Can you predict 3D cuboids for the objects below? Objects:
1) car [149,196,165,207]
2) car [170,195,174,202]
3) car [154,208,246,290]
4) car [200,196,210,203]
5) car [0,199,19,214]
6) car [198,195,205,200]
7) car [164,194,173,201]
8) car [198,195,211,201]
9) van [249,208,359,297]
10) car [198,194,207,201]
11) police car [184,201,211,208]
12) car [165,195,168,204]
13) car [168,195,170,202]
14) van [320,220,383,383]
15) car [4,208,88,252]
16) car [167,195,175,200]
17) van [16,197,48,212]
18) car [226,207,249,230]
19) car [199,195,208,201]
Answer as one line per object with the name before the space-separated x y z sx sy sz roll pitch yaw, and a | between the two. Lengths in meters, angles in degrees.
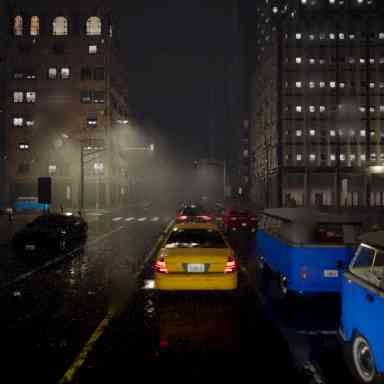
car | -5.686 1.572 51.893 1.802 1.307 4.206 1 0 0
car | -5.688 1.517 74.499 2.008 1.369 4.403 1 0 0
car | 0.096 1.458 9.056 1.801 1.575 5.366 0 0 0
car | 2.693 1.517 68.848 1.887 1.381 4.507 1 0 0
car | -19.847 1.620 32.380 4.403 1.369 2.008 0 0 1
car | 2.690 1.472 91.624 1.752 1.417 4.829 1 0 0
car | -5.687 1.400 80.151 1.967 1.590 4.097 1 0 0
car | 2.693 1.529 63.196 2.008 1.369 4.403 1 0 0
van | 2.702 1.343 8.296 1.690 1.788 3.998 1 0 0
car | 2.692 1.394 85.803 1.967 1.590 4.097 1 0 0
police car | 0.102 1.505 19.375 2.038 1.542 4.974 0 0 0
car | -5.684 1.425 57.546 1.967 1.590 4.097 1 0 0
car | -5.687 1.560 63.196 1.802 1.307 4.206 1 0 0
van | 2.703 1.342 2.720 1.690 1.788 3.998 1 0 0
car | -5.682 1.567 13.878 1.947 1.339 4.313 1 0 0
car | -5.690 1.472 91.285 1.752 1.417 4.829 1 0 0
van | -19.740 1.524 40.761 3.998 1.788 1.690 0 0 1
car | 2.698 1.545 19.450 1.887 1.381 4.507 1 0 0
car | 2.691 1.510 80.150 2.008 1.369 4.403 1 0 0
